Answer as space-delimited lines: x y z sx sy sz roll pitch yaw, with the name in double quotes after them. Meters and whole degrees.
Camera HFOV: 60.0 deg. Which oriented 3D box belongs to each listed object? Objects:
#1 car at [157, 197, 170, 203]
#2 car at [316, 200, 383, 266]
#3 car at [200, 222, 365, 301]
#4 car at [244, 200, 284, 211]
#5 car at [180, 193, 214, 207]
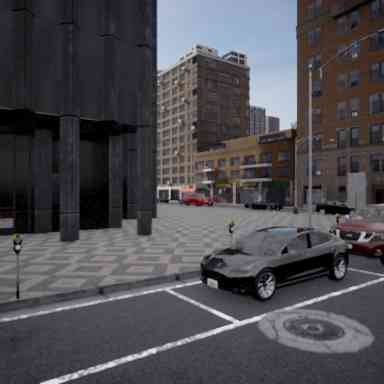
-6.390 1.581 66.486 1.895 1.301 4.718 0 0 -35 "car"
6.800 1.339 11.630 5.009 1.841 2.192 0 0 -36 "car"
2.210 1.579 8.350 4.313 1.339 1.947 0 0 -36 "car"
8.507 1.619 39.510 1.895 1.301 4.718 0 0 -35 "car"
1.002 1.235 50.384 2.150 2.045 5.566 0 0 -35 "car"
